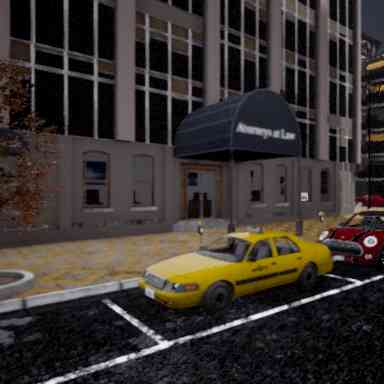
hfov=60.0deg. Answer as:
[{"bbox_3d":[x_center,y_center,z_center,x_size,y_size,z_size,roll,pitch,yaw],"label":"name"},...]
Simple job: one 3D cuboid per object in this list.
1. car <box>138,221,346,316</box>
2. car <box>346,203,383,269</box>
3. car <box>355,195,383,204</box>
[{"bbox_3d":[1.207,1.484,7.405,4.829,1.417,1.752,-1,1,-35],"label":"car"},{"bbox_3d":[5.874,1.352,10.727,4.097,1.590,1.967,-1,1,-35],"label":"car"},{"bbox_3d":[19.037,0.976,34.305,1.887,1.381,4.507,1,0,-36],"label":"car"}]
